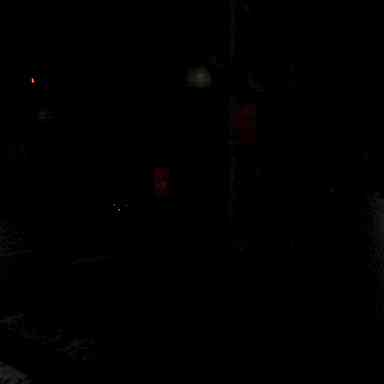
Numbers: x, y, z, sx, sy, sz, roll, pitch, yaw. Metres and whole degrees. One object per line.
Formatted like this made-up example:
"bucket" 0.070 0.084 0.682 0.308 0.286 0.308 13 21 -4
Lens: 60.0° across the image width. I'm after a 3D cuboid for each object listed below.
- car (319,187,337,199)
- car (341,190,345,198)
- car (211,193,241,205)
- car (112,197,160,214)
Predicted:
"car" 24.951 0.106 61.056 2.150 2.045 5.566 0 1 35
"car" 28.202 0.379 60.027 1.837 1.490 4.892 0 1 34
"car" 4.533 0.841 43.452 2.033 1.411 5.357 0 1 35
"car" -4.885 1.175 29.977 1.895 1.301 4.718 0 1 35
